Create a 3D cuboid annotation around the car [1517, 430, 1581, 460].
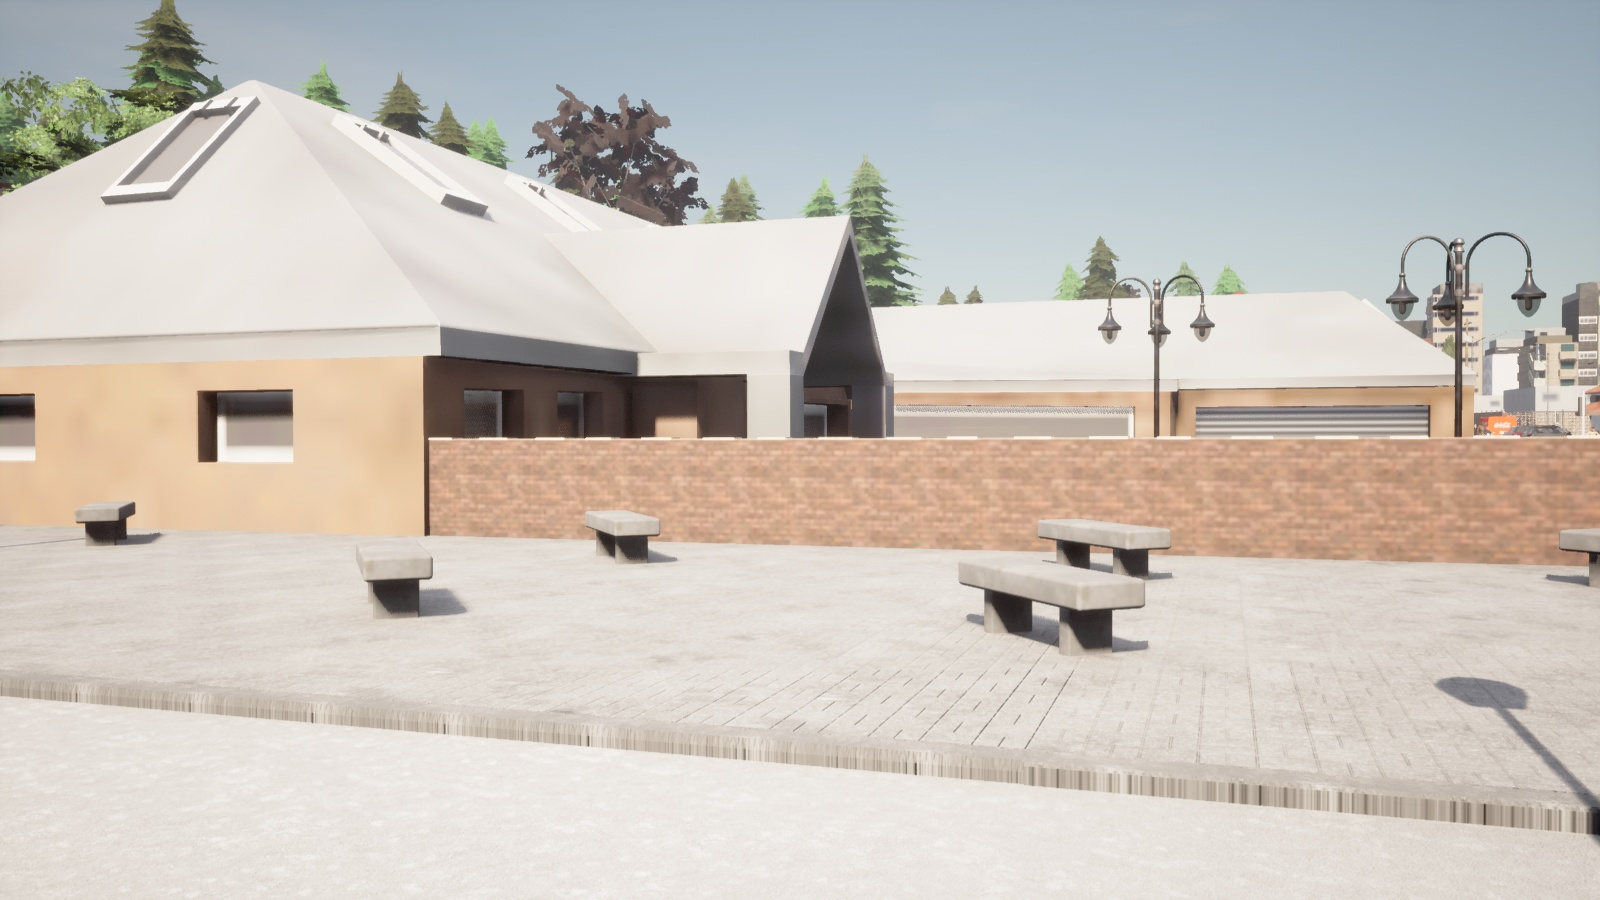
[{"bbox_3d":[43.208,-0.329,72.573,2.242,1.667,4.611,1,1,19],"label":"car"}]
